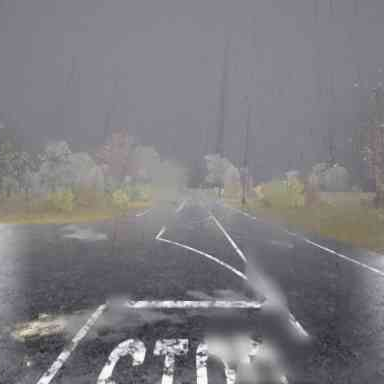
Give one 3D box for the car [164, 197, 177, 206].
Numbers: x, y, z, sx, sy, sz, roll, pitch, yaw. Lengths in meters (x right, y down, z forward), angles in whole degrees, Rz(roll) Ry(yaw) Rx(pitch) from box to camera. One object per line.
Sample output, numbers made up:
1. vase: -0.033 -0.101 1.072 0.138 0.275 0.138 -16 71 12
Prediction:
1. car: -3.362 1.485 53.702 2.033 1.411 5.357 0 0 0
